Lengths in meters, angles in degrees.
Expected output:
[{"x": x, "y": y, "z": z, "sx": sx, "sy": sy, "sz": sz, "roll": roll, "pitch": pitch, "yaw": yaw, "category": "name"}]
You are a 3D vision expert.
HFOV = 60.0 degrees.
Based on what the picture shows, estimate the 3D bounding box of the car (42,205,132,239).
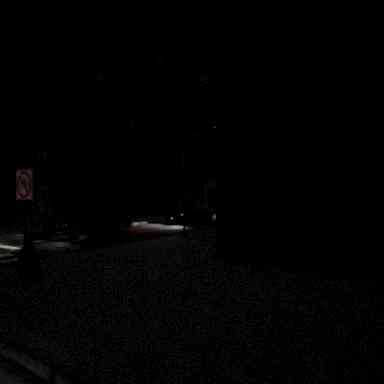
[{"x": -5.459, "y": 1.516, "z": 17.892, "sx": 1.882, "sy": 1.535, "sz": 5.008, "roll": 0, "pitch": 0, "yaw": 35, "category": "car"}]

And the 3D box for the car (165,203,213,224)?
[{"x": -0.080, "y": 1.582, "z": 25.443, "sx": 1.812, "sy": 1.442, "sz": 4.674, "roll": 0, "pitch": 0, "yaw": 35, "category": "car"}]
